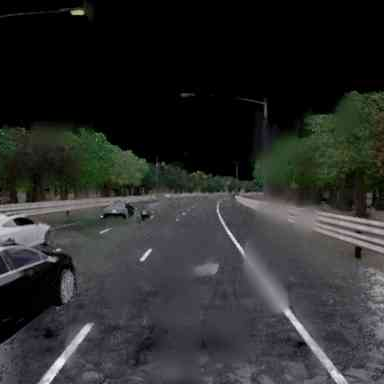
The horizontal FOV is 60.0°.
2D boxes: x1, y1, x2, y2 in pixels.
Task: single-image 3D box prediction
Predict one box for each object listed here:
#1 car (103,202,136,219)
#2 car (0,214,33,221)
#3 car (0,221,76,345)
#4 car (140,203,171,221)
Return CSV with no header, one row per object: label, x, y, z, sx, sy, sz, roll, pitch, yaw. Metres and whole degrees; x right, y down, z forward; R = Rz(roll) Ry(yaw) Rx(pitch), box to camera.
car,-6.187,1.512,28.812,1.994,1.385,4.181,0,0,3
car,-6.750,1.505,12.018,1.812,1.442,4.674,0,0,1
car,-3.359,1.484,5.061,2.128,1.511,4.902,0,0,1
car,-2.786,1.557,26.703,1.895,1.301,4.718,0,0,2
